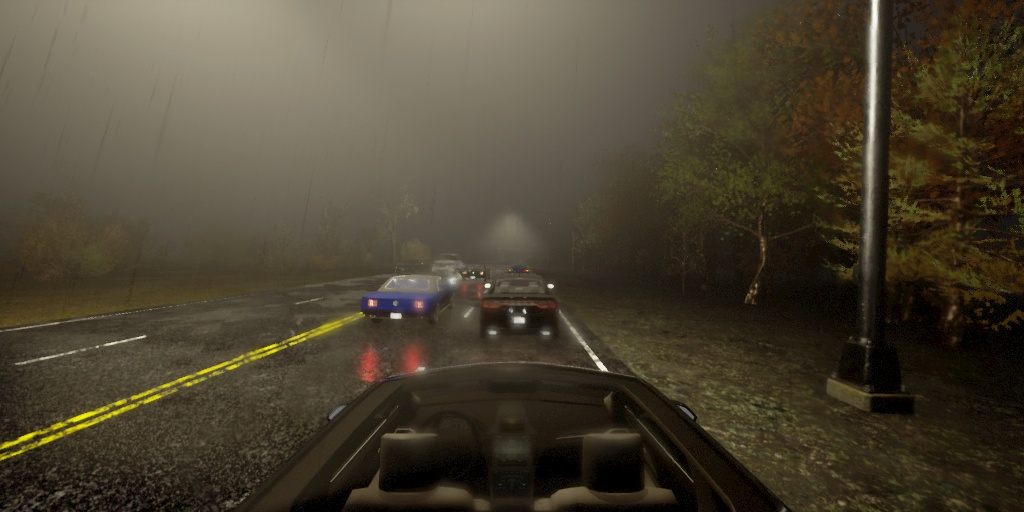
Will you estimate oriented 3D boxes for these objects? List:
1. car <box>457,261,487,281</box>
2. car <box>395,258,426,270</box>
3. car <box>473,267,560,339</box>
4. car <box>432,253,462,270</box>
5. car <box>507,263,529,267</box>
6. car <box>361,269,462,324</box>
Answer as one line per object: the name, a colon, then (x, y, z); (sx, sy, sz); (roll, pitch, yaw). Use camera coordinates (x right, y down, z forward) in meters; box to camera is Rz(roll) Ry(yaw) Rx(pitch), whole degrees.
car: (-2.764, 1.275, 28.278); (1.895, 1.301, 4.718); (2, 0, 1)
car: (-9.365, 0.971, 33.476); (1.837, 1.490, 4.892); (2, 0, 1)
car: (0.203, 1.233, 10.162); (1.882, 1.535, 5.008); (0, 0, 1)
car: (-6.091, 0.787, 34.435); (2.150, 2.045, 5.566); (2, 0, 1)
car: (0.533, 1.289, 30.611); (1.812, 1.442, 4.674); (1, 0, 0)
car: (-3.014, 1.278, 11.575); (1.895, 1.301, 4.718); (2, 0, 0)
